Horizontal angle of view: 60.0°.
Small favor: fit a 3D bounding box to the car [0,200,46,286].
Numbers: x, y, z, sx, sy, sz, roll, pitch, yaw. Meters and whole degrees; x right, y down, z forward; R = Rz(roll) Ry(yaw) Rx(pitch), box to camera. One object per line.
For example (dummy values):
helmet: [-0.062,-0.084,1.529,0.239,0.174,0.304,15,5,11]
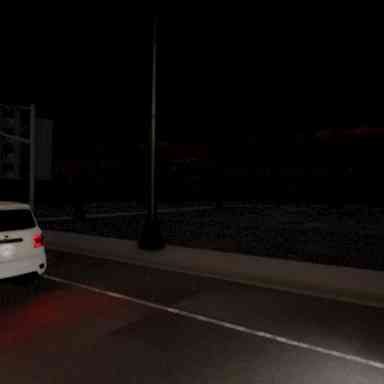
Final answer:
car: [-5.867,1.203,8.171,5.566,2.045,2.150,1,0,36]
